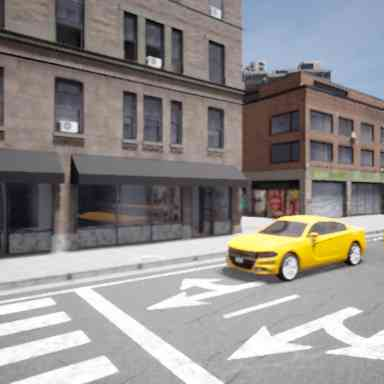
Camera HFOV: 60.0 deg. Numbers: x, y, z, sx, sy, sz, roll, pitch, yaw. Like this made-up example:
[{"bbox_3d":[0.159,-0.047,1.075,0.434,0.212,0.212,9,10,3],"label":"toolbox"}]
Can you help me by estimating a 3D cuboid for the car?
[{"bbox_3d":[3.243,1.473,9.987,5.008,1.535,1.882,0,0,-35],"label":"car"}]
